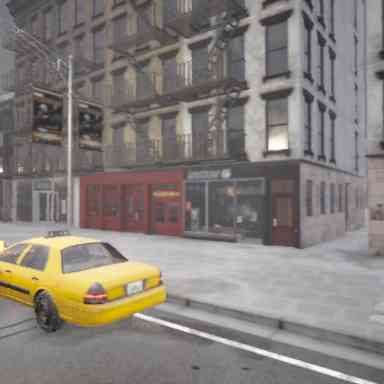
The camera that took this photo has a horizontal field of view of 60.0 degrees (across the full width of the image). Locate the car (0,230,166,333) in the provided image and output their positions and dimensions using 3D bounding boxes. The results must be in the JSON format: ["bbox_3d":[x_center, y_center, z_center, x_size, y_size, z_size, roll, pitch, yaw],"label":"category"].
[{"bbox_3d":[-2.998,1.578,7.030,5.366,1.575,1.801,-1,-1,37],"label":"car"}]
